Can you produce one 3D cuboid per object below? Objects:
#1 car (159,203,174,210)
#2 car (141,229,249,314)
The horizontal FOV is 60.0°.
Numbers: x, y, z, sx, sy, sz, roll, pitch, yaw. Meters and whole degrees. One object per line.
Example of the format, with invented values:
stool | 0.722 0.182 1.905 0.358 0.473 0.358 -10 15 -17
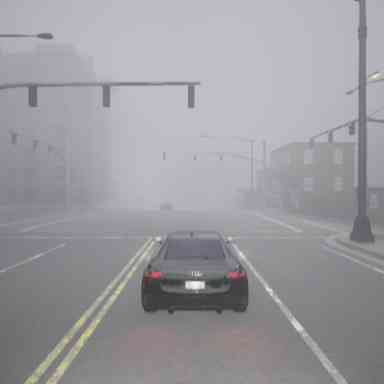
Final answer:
car | -3.714 2.311 49.020 1.837 1.490 4.892 0 -8 0
car | 0.056 1.528 7.612 1.994 1.385 4.181 0 0 0
